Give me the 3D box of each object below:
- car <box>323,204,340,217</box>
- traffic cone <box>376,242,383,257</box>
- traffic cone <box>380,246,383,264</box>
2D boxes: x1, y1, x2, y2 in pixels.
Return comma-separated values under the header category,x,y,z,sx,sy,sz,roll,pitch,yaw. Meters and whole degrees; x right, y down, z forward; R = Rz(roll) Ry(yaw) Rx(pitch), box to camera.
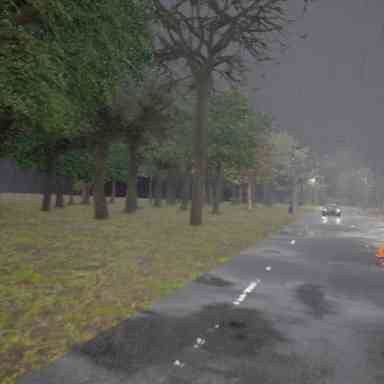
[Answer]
category,x,y,z,sx,sy,sz,roll,pitch,yaw
car,18.604,2.383,44.380,2.097,1.767,4.553,2,0,23
traffic cone,7.919,2.390,13.900,0.340,0.580,0.340,2,0,23
traffic cone,7.143,2.347,12.057,0.340,0.580,0.340,2,0,23
